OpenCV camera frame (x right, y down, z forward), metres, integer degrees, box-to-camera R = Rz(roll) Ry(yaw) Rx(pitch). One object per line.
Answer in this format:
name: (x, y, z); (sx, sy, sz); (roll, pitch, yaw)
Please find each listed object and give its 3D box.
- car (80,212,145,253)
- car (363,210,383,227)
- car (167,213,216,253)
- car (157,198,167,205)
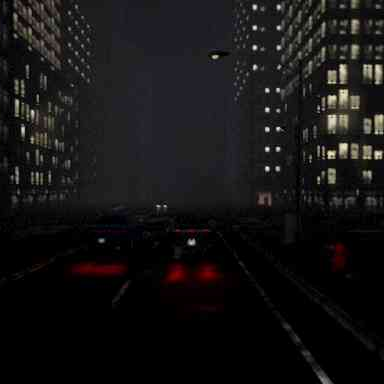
car: (-3.255, 1.614, 14.475); (1.882, 1.535, 5.008); (0, 0, 0)
car: (15.898, 2.072, 26.331); (4.403, 1.369, 2.008); (1, 0, -1)
car: (-0.006, 1.626, 14.299); (2.128, 1.511, 4.902); (0, 0, 0)
car: (-6.564, 2.186, 73.542); (1.837, 1.490, 4.892); (0, -1, 0)
